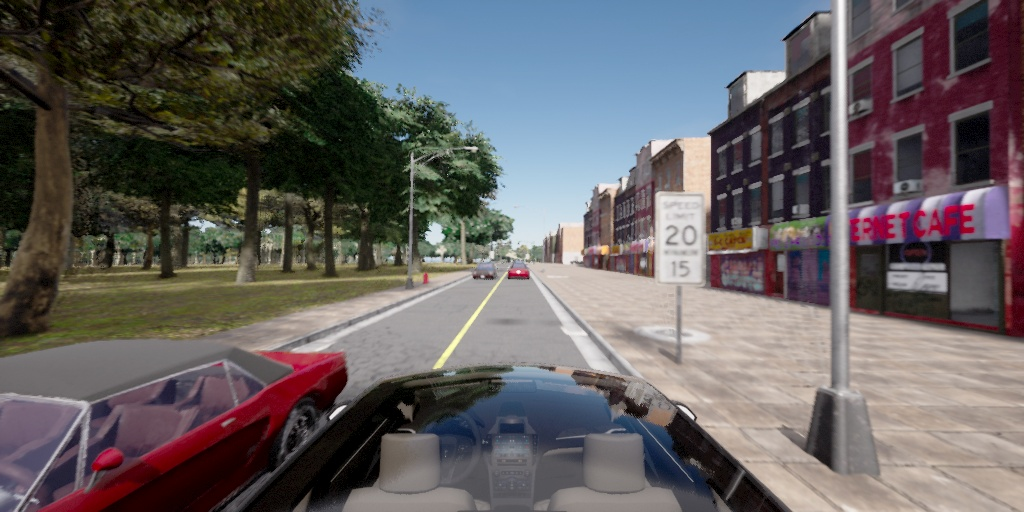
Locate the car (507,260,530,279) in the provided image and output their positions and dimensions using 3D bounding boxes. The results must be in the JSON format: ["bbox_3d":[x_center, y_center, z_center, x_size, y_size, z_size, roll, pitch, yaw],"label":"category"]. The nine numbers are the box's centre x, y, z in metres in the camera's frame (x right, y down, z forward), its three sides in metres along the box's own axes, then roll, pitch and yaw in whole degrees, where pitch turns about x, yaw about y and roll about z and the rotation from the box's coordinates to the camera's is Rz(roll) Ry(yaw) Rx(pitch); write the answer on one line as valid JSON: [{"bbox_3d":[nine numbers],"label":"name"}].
[{"bbox_3d":[0.610,1.350,33.352,1.994,1.385,4.181,1,0,1],"label":"car"}]

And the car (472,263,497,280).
[{"bbox_3d":[-2.299,1.294,31.689,2.033,1.411,5.357,1,0,1],"label":"car"}]

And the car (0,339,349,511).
[{"bbox_3d":[-2.876,1.313,1.992,1.895,1.301,4.718,1,0,1],"label":"car"}]
